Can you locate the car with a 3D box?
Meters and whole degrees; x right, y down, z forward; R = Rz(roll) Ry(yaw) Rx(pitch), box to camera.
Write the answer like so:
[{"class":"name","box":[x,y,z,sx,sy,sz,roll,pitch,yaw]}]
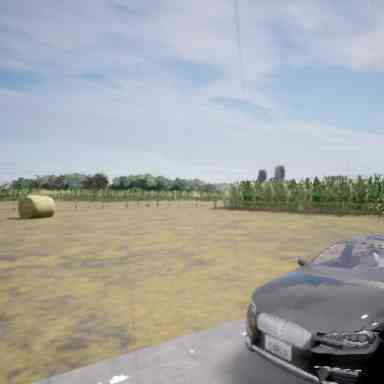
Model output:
[{"class":"car","box":[2.967,1.483,5.161,4.902,1.511,2.128,0,0,-35]}]
